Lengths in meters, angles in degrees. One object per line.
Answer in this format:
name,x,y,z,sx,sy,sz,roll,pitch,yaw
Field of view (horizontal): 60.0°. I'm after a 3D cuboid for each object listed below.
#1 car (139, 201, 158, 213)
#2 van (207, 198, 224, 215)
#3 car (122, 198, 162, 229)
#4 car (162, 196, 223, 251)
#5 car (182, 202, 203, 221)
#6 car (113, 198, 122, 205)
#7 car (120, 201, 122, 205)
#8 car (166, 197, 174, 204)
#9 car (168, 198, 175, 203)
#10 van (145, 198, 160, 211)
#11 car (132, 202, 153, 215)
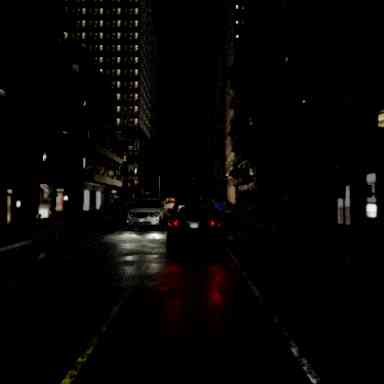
car,-5.671,1.940,44.143,1.947,1.339,4.313,1,0,0
van,2.684,1.669,38.663,1.690,1.788,3.998,1,0,0
car,-3.115,1.420,23.380,2.150,2.045,5.566,0,-1,0
car,0.084,1.350,14.908,2.150,2.045,5.566,0,0,0
car,0.074,1.771,31.369,1.837,1.490,4.892,0,-1,0
car,-16.536,2.108,72.323,4.097,1.590,1.967,0,-2,0
car,-5.664,1.831,33.063,2.008,1.369,4.403,1,0,0
car,-5.728,2.180,87.750,1.967,1.590,4.097,1,0,0
car,-5.735,2.369,93.324,1.802,1.307,4.206,1,0,0
van,-5.840,1.761,49.686,1.690,1.788,3.998,1,0,0
car,-5.668,1.909,38.603,1.802,1.307,4.206,1,0,0
